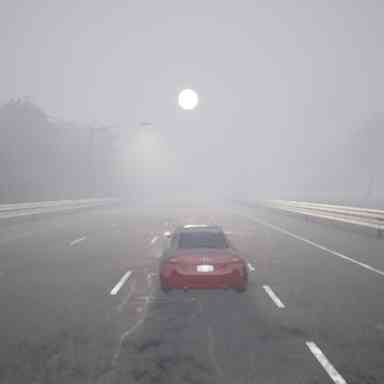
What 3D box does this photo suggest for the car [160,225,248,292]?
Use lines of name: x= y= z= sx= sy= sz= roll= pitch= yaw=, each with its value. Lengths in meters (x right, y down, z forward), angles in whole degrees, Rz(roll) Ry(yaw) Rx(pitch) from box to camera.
car: x=0.192 y=1.556 z=8.935 sx=1.994 sy=1.385 sz=4.181 roll=0 pitch=0 yaw=-2
